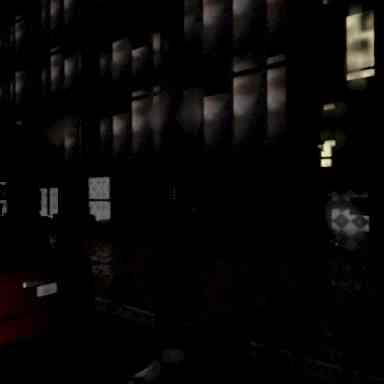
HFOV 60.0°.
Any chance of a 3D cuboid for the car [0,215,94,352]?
[{"bbox_3d":[-3.763,1.306,5.571,5.009,1.841,2.192,0,0,36],"label":"car"}]
